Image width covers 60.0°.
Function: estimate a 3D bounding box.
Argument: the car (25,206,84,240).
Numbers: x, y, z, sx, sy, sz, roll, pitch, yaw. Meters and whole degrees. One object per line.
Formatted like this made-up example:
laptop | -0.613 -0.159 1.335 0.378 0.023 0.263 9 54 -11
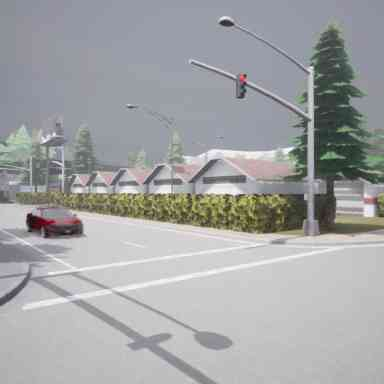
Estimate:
car | -7.325 1.522 17.513 1.882 1.535 5.008 0 1 -38
